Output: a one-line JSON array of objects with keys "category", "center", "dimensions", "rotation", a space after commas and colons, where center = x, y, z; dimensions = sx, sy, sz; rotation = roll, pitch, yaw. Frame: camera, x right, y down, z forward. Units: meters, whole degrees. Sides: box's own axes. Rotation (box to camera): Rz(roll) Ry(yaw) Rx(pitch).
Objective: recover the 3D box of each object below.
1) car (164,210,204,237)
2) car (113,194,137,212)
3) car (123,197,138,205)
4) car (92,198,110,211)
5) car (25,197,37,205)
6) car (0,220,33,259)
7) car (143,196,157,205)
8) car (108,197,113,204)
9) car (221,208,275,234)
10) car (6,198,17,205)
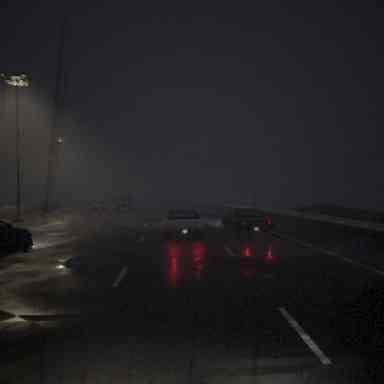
[{"category": "car", "center": [-0.578, 1.606, 18.076], "dimensions": [1.895, 1.301, 4.718], "rotation": [-1, 0, -6]}, {"category": "car", "center": [-8.445, 1.328, 41.930], "dimensions": [2.150, 2.045, 5.566], "rotation": [-1, 0, -14]}, {"category": "car", "center": [-11.745, 1.672, 63.283], "dimensions": [1.812, 1.442, 4.674], "rotation": [0, 0, -22]}, {"category": "car", "center": [-12.102, 1.754, 43.420], "dimensions": [1.895, 1.301, 4.718], "rotation": [-1, 0, -16]}, {"category": "car", "center": [-33.786, 1.872, 69.769], "dimensions": [2.128, 1.511, 4.902], "rotation": [-1, 0, -26]}, {"category": "car", "center": [-7.242, 1.658, 11.600], "dimensions": [1.994, 1.385, 4.181], "rotation": [-1, 0, -4]}, {"category": "car", "center": [-8.093, 1.590, 63.681], "dimensions": [2.128, 1.511, 4.902], "rotation": [-1, 0, -21]}, {"category": "car", "center": [-15.184, 1.697, 62.730], "dimensions": [1.837, 1.490, 4.892], "rotation": [0, 0, -22]}, {"category": "car", "center": [2.948, 1.560, 18.802], "dimensions": [1.895, 1.301, 4.718], "rotation": [-1, 0, -7]}, {"category": "car", "center": [-37.268, 2.013, 68.909], "dimensions": [1.994, 1.385, 4.181], "rotation": [-1, 0, -26]}]
